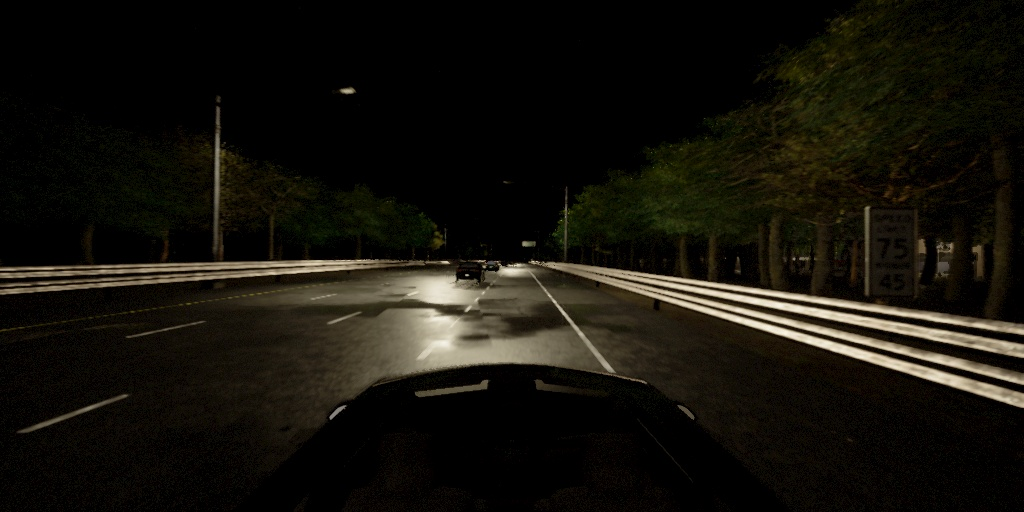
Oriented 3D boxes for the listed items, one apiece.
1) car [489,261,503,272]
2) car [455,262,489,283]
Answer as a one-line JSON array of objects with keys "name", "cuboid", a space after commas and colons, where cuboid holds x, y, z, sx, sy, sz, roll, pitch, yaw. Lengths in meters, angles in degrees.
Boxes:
[{"name": "car", "cuboid": [-2.754, 1.442, 49.010, 1.994, 1.385, 4.181, 1, -1, 1]}, {"name": "car", "cuboid": [-3.144, 1.215, 27.872, 1.882, 1.535, 5.008, 1, 0, 1]}]
